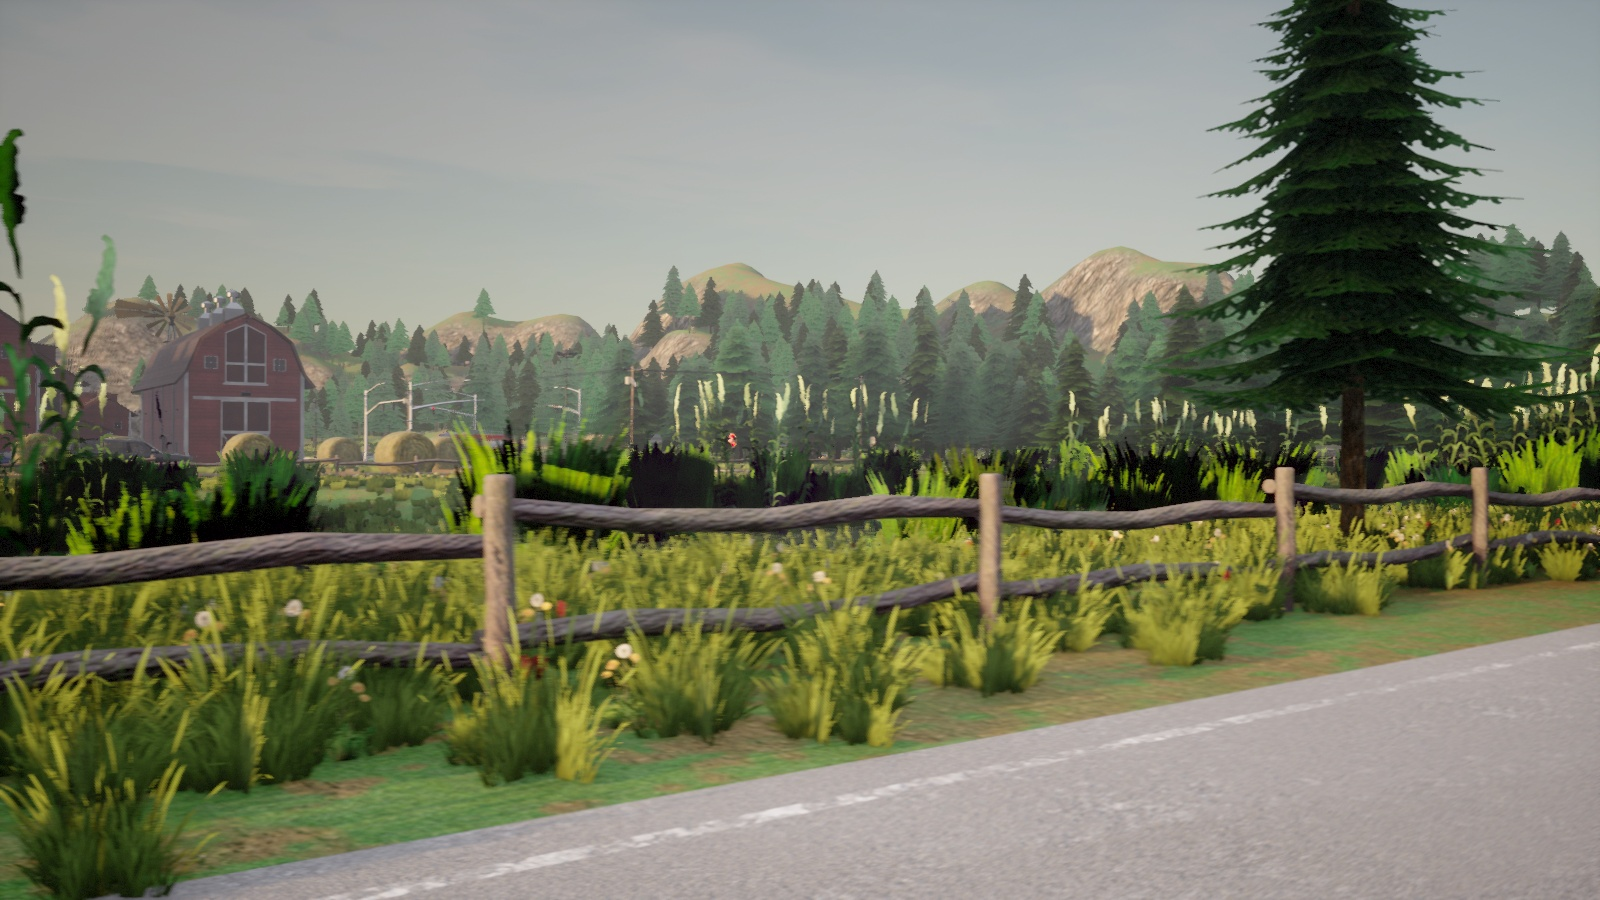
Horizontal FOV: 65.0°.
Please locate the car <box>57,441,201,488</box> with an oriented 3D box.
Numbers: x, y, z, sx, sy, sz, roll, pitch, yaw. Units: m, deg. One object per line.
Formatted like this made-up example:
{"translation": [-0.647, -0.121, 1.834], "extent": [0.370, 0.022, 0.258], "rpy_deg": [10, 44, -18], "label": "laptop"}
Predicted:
{"translation": [-30.428, 0.645, 57.022], "extent": [5.566, 2.045, 2.150], "rpy_deg": [0, 0, -34], "label": "car"}
